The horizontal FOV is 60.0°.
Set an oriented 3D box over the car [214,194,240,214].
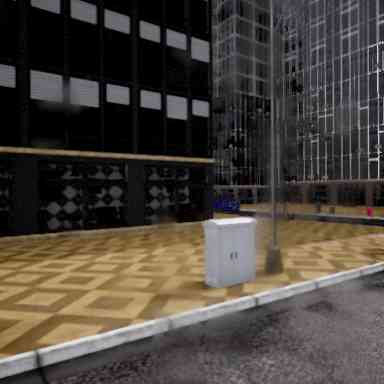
[{"bbox_3d":[2.759,1.283,36.384,2.150,2.045,5.566,-1,0,-35],"label":"car"}]
